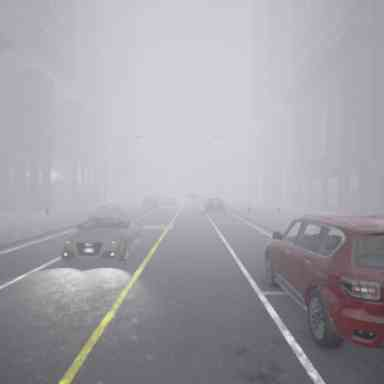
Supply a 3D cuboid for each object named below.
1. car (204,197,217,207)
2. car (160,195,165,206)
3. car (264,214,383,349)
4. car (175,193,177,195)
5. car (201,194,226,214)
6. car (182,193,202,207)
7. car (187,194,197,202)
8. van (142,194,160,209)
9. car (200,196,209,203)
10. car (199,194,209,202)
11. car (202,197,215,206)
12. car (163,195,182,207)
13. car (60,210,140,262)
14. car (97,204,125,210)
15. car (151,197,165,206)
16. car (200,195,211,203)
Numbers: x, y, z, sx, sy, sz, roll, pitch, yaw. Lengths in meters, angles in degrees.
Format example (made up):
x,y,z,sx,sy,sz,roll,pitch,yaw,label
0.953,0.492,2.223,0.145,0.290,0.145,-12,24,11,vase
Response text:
x,y,z,sx,sy,sz,roll,pitch,yaw,label
2.756,1.547,51.471,1.752,1.417,4.829,0,0,0,car
-5.769,1.588,51.289,1.947,1.339,4.313,0,0,0,car
2.759,1.315,6.210,2.192,1.841,5.009,0,0,0,car
-5.773,1.489,90.746,1.967,1.590,4.097,0,0,0,car
2.384,1.365,35.676,2.097,1.767,4.553,0,0,0,car
-0.004,1.245,53.000,2.150,2.045,5.566,0,0,0,car
-0.005,1.239,70.158,2.097,1.767,4.553,0,0,0,car
-5.769,1.360,45.652,1.690,1.788,3.998,0,0,0,van
2.754,1.603,73.846,1.947,1.339,4.313,0,0,0,car
2.753,1.356,79.483,2.192,1.841,5.009,0,0,0,car
2.756,1.576,56.937,2.008,1.369,4.403,0,0,0,car
-3.078,1.570,52.359,2.033,1.411,5.357,0,0,0,car
-3.102,1.565,12.002,1.994,1.385,4.181,0,0,0,car
-5.767,1.550,23.105,1.887,1.381,4.507,0,0,0,car
-5.769,1.592,56.926,1.947,1.339,4.313,0,0,0,car
2.754,1.473,68.209,1.967,1.590,4.097,0,0,0,car
